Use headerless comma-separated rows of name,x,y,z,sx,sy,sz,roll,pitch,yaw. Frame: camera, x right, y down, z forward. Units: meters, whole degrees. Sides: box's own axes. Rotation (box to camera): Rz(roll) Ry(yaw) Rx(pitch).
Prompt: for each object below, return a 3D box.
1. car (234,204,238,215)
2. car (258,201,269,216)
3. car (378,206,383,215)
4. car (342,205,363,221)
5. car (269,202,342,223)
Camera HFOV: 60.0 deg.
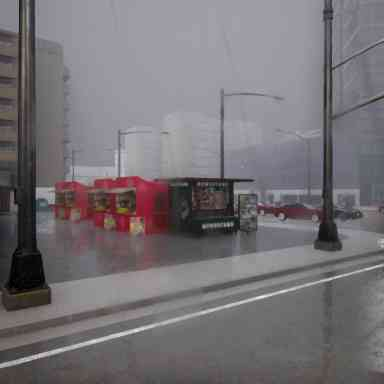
car,3.558,1.750,34.446,1.812,1.442,4.674,0,-1,-36
car,6.961,1.689,35.710,1.882,1.535,5.008,0,-1,-36
car,21.410,1.698,33.444,1.895,1.301,4.718,0,-1,-33
car,12.238,1.672,28.434,1.994,1.385,4.181,0,-1,-35
car,9.011,1.589,26.889,1.882,1.535,5.008,0,-1,-38
